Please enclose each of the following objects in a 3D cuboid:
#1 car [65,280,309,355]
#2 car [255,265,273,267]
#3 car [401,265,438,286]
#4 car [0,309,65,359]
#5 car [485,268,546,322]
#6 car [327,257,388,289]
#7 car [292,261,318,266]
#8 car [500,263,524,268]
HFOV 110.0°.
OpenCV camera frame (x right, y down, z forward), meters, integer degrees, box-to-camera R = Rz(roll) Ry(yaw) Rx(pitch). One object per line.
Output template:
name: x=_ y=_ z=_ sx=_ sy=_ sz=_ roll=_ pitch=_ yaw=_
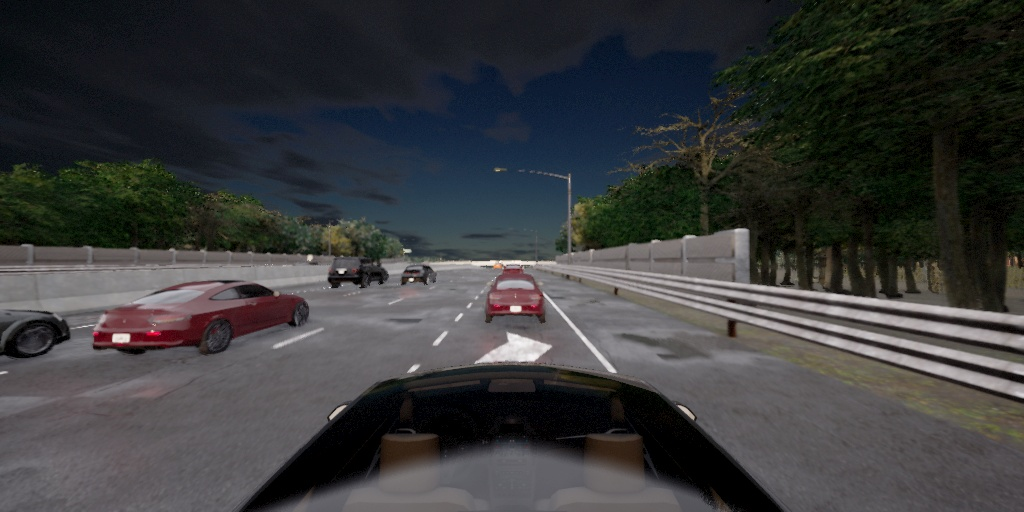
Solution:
car: x=-6.897 y=1.293 z=8.631 sx=1.812 sy=1.442 sz=4.674 roll=0 pitch=0 yaw=0
car: x=-31.560 y=1.753 z=45.001 sx=1.895 sy=1.301 sz=4.718 roll=0 pitch=-1 yaw=0
car: x=-6.891 y=1.396 z=26.982 sx=1.837 sy=1.490 sz=4.892 roll=0 pitch=-1 yaw=0
car: x=-10.398 y=1.323 z=5.837 sx=1.994 sy=1.385 sz=4.181 roll=0 pitch=0 yaw=0
car: x=0.104 y=1.306 z=12.240 sx=1.812 sy=1.442 sz=4.674 roll=0 pitch=0 yaw=0
car: x=-10.393 y=1.088 z=24.515 sx=2.150 sy=2.045 sz=5.566 roll=0 pitch=-1 yaw=0
car: x=-24.566 y=1.456 z=42.262 sx=2.097 sy=1.767 sz=4.553 roll=0 pitch=-1 yaw=0
car: x=0.110 y=1.437 z=32.709 sx=1.882 sy=1.535 sz=5.008 roll=0 pitch=-1 yaw=0
